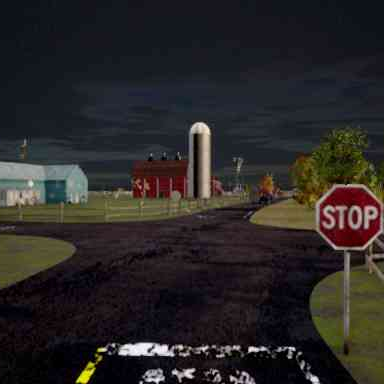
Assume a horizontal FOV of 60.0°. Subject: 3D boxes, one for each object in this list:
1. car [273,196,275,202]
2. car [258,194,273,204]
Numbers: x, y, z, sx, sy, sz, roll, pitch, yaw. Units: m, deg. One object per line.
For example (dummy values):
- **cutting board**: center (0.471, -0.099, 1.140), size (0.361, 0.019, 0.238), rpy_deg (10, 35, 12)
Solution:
- **car**: center (17.084, 1.247, 72.958), size (2.097, 1.767, 4.553), rpy_deg (0, 0, 19)
- **car**: center (13.735, 1.529, 63.119), size (1.837, 1.490, 4.892), rpy_deg (0, 0, 19)
